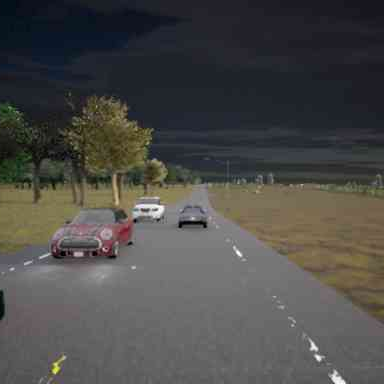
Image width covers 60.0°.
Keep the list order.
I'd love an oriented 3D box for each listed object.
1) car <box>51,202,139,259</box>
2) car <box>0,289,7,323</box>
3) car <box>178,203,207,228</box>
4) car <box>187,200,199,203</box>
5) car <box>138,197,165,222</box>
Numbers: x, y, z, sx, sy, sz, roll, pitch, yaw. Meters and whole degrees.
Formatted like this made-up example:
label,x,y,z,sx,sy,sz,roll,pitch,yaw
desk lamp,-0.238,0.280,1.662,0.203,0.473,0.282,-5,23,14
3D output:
label,x,y,z,sx,sy,sz,roll,pitch,yaw
car,-3.570,1.394,12.756,2.097,1.767,4.553,0,0,0
car,-3.598,1.603,2.540,1.895,1.301,4.718,0,0,0
car,0.058,1.703,23.572,1.994,1.385,4.181,0,-1,0
car,0.117,1.788,42.687,2.097,1.767,4.553,0,-1,1
car,-3.568,1.420,28.211,2.150,2.045,5.566,0,-1,1
